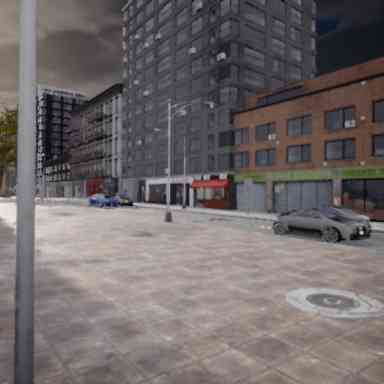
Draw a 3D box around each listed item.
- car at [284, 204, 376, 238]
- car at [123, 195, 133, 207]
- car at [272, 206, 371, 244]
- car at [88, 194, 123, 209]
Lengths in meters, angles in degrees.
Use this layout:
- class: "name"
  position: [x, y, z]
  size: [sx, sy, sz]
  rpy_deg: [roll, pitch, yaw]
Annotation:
- class: "car"
  position: [7.334, 1.453, 18.055]
  size: [1.994, 1.385, 4.181]
  rpy_deg: [1, 1, -37]
- class: "car"
  position: [-8.601, 1.028, 39.259]
  size: [1.994, 1.385, 4.181]
  rpy_deg: [1, 0, -37]
- class: "car"
  position: [5.763, 1.444, 15.237]
  size: [1.994, 1.385, 4.181]
  rpy_deg: [1, 1, -37]
- class: "car"
  position: [-9.606, 0.940, 35.718]
  size: [1.882, 1.535, 5.008]
  rpy_deg: [1, 0, -37]
